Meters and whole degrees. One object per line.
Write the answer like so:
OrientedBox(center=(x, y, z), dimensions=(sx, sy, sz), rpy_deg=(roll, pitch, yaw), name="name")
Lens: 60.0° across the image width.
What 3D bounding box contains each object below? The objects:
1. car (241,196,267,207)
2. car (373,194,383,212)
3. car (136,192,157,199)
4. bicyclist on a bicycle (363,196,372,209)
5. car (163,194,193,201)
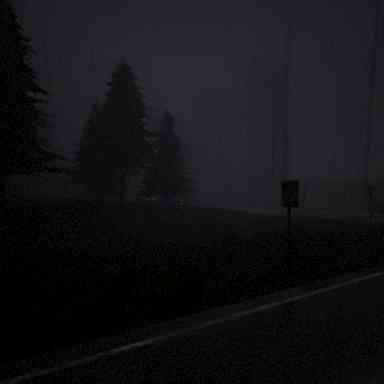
OrientedBox(center=(8.788, 1.332, 47.718), dimensions=(3.988, 1.617, 1.851), rpy_deg=(0, 0, -36), name="car")
OrientedBox(center=(20.373, 1.205, 35.263), dimensions=(1.905, 1.878, 3.866), rpy_deg=(0, 0, 24), name="car")
OrientedBox(center=(-8.463, 1.073, 61.837), dimensions=(2.150, 2.045, 5.566), rpy_deg=(0, 0, -35), name="car")
OrientedBox(center=(21.034, 1.309, 39.974), dimensions=(1.656, 1.620, 0.582), rpy_deg=(0, 0, -12), name="bicyclist on a bicycle")
OrientedBox(center=(-2.062, 1.072, 46.430), dimensions=(2.150, 2.045, 5.566), rpy_deg=(0, 0, -35), name="car")
